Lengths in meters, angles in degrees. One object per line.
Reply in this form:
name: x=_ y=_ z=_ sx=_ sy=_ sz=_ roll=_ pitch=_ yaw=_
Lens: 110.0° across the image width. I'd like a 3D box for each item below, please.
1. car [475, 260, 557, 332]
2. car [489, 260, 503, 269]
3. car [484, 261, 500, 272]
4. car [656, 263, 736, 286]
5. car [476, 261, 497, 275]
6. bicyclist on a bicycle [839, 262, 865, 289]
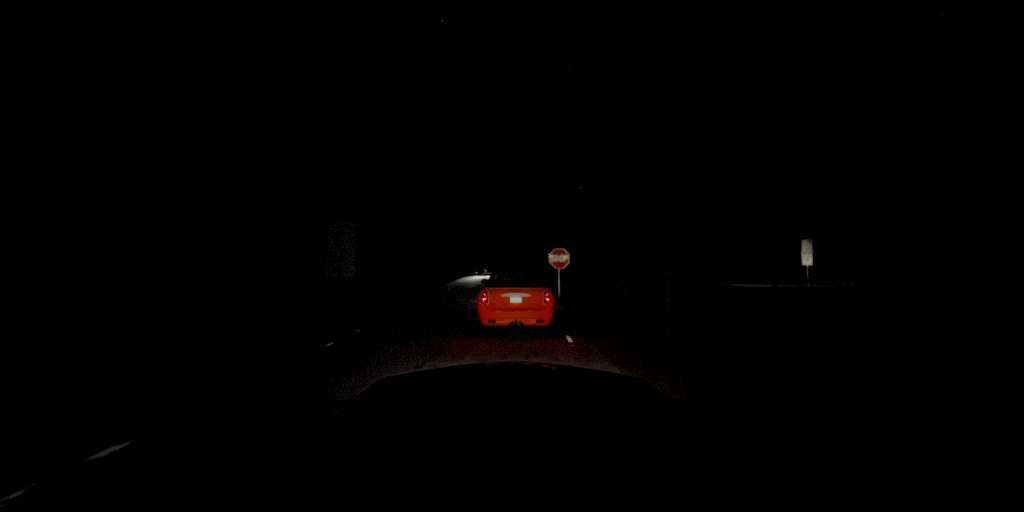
car: x=0.101 y=1.110 z=11.017 sx=2.097 sy=1.767 sz=4.553 roll=0 pitch=0 yaw=0
car: x=-2.754 y=1.470 z=61.596 sx=2.128 sy=1.511 sz=4.902 roll=0 pitch=0 yaw=1
car: x=-2.807 y=1.461 z=50.648 sx=1.994 sy=1.385 sz=4.181 roll=0 pitch=0 yaw=0
car: x=12.382 y=1.231 z=24.200 sx=5.008 sy=1.535 sz=1.882 roll=0 pitch=-2 yaw=0
car: x=-2.823 y=1.327 z=40.725 sx=2.128 sy=1.511 sz=4.902 roll=0 pitch=0 yaw=0
bicyclist on a bicycle: x=19.924 y=1.163 z=21.046 sx=0.582 sy=1.620 sz=1.656 roll=0 pitch=0 yaw=0
